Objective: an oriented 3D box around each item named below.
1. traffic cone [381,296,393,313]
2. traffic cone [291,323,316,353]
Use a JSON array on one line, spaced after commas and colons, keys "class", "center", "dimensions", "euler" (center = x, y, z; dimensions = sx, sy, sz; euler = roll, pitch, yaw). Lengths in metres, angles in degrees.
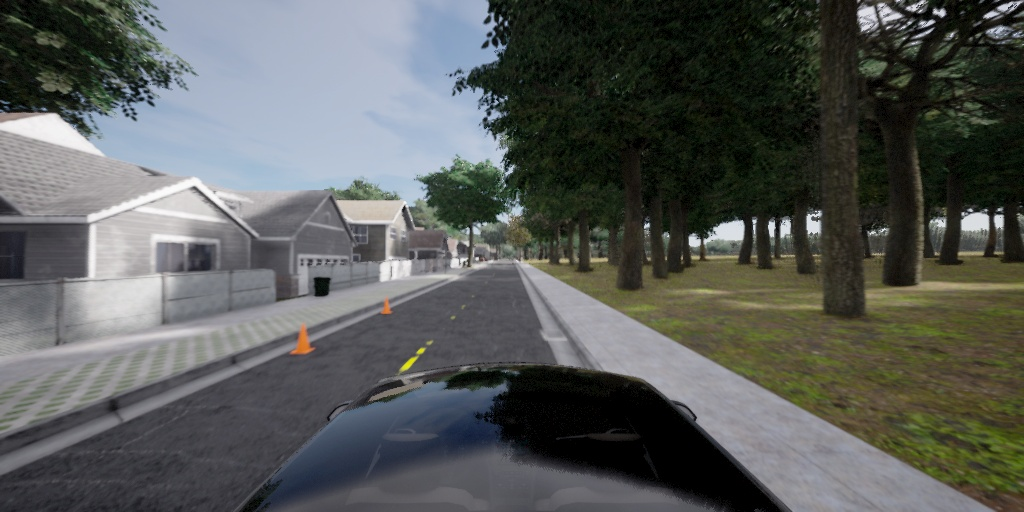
[{"class": "traffic cone", "center": [-4.374, 1.688, 12.517], "dimensions": [0.340, 0.580, 0.340], "euler": [0, 0, 0]}, {"class": "traffic cone", "center": [-4.375, 1.697, 7.517], "dimensions": [0.340, 0.580, 0.340], "euler": [0, 0, 0]}]
